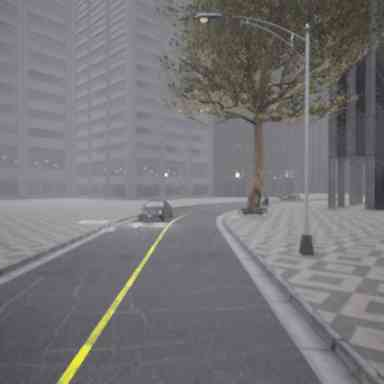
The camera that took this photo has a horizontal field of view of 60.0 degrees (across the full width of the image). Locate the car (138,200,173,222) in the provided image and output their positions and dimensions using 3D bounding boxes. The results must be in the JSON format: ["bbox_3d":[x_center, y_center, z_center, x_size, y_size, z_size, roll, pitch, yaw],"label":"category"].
[{"bbox_3d":[-2.603,1.310,24.577,1.812,1.442,4.674,0,1,7],"label":"car"}]

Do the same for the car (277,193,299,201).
[{"bbox_3d":[17.492,0.887,60.448,4.892,1.490,1.837,-1,1,-37],"label":"car"}]
